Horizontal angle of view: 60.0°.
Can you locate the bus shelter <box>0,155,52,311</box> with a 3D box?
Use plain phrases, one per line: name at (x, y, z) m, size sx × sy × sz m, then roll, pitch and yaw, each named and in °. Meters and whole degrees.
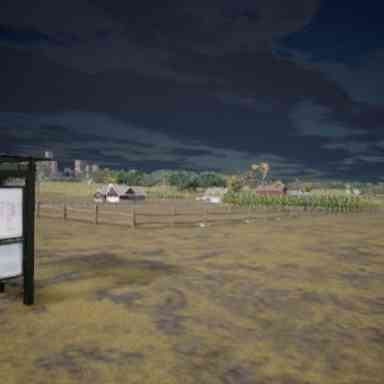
bus shelter at (-4.952, 0.680, 6.982) m, size 3.880 × 2.740 × 1.920 m, roll 2°, pitch 1°, yaw 36°
